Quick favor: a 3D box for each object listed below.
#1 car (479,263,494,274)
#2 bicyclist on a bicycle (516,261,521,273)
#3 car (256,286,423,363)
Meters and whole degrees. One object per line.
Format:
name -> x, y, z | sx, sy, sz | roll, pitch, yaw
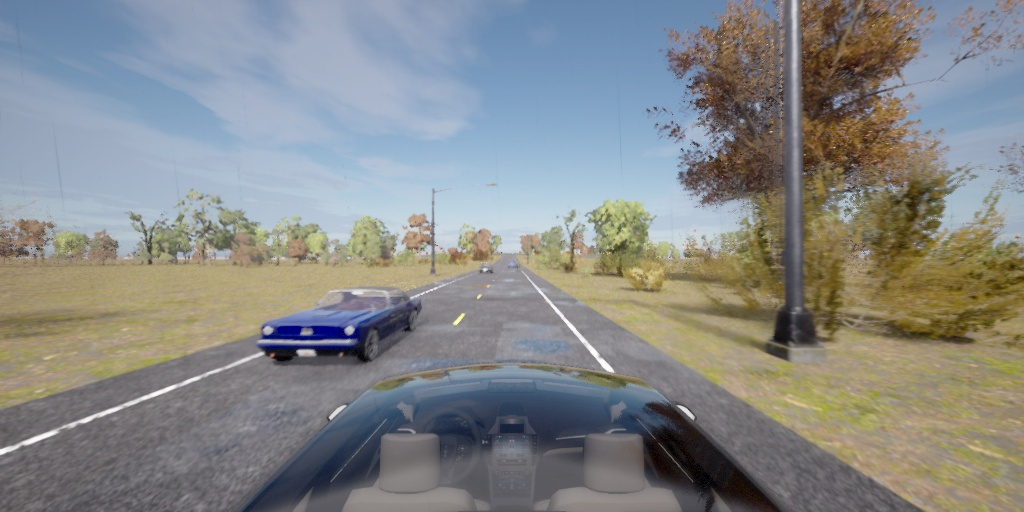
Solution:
car -> -3.592, 1.721, 50.327 | 2.128, 1.511, 4.902 | 0, 0, 0
bicyclist on a bicycle -> 0.958, 1.699, 52.018 | 0.582, 1.620, 1.656 | 0, -1, 0
car -> -3.599, 1.420, 8.493 | 1.895, 1.301, 4.718 | 0, -1, 0
